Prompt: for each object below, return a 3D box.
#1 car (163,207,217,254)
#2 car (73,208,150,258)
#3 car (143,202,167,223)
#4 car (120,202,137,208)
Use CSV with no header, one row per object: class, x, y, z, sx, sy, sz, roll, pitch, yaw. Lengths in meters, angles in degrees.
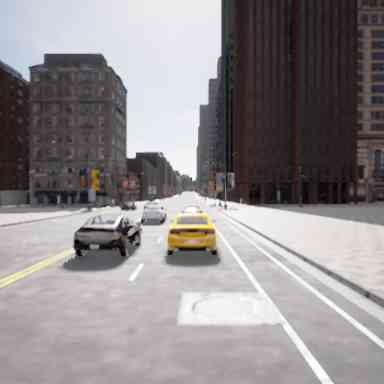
car,0.026,1.631,14.250,1.882,1.535,5.008,0,0,0
car,-3.229,1.638,13.507,2.128,1.511,4.902,0,-1,0
car,-3.226,1.854,28.903,1.812,1.442,4.674,0,0,0
car,-9.775,2.181,51.586,1.994,1.385,4.181,0,-1,1
